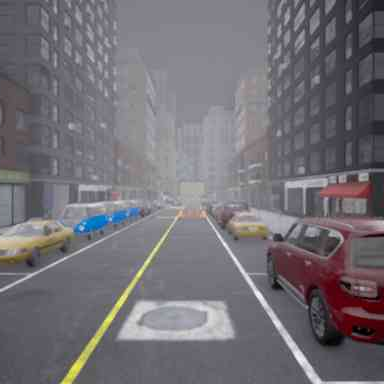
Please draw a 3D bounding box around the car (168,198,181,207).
[{"bbox_3d":[-3.013,2.085,65.332,2.128,1.511,4.902,0,0,1],"label":"car"}]

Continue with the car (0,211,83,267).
[{"bbox_3d":[-5.676,1.638,11.845,1.752,1.417,4.829,-1,-1,0],"label":"car"}]

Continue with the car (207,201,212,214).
[{"bbox_3d":[2.859,1.844,34.527,1.752,1.417,4.829,-1,-1,0],"label":"car"}]

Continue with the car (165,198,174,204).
[{"bbox_3d":[-5.670,2.290,84.627,1.887,1.381,4.507,-1,0,0],"label":"car"}]

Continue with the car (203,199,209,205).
[{"bbox_3d":[2.863,1.982,45.528,1.947,1.339,4.313,-1,-1,0],"label":"car"}]

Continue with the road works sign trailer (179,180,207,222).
[{"bbox_3d":[0.008,0.739,29.614,2.380,3.560,2.880,0,-1,0],"label":"road works sign trailer"}]

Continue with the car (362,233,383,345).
[{"bbox_3d":[2.847,1.324,0.845,2.192,1.841,5.009,-1,-1,0],"label":"car"}]

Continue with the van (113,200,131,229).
[{"bbox_3d":[-5.677,1.558,23.189,1.690,1.788,3.998,-1,-1,0],"label":"van"}]

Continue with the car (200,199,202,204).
[{"bbox_3d":[2.870,2.159,67.871,2.008,1.369,4.403,-1,0,0],"label":"car"}]

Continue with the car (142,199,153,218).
[{"bbox_3d":[-5.677,1.632,34.360,2.192,1.841,5.009,-1,-1,0],"label":"car"}]

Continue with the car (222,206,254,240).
[{"bbox_3d":[2.854,1.693,17.770,1.752,1.417,4.829,-1,-1,0],"label":"car"}]

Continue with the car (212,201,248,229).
[{"bbox_3d":[2.854,1.532,23.188,2.192,1.841,5.009,-1,-1,0],"label":"car"}]

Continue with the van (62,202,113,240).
[{"bbox_3d":[-5.677,1.507,17.602,1.690,1.788,3.998,-1,-1,0],"label":"van"}]

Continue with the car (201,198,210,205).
[{"bbox_3d":[2.872,2.181,73.627,1.752,1.417,4.829,-1,0,0],"label":"car"}]

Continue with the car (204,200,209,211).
[{"bbox_3d":[2.862,1.932,39.943,1.947,1.339,4.313,-1,-1,0],"label":"car"}]

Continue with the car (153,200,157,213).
[{"bbox_3d":[-5.675,1.807,39.944,1.967,1.590,4.097,-1,-1,0],"label":"car"}]

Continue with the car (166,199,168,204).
[{"bbox_3d":[-5.672,2.095,56.700,1.802,1.307,4.206,-1,-1,0],"label":"car"}]

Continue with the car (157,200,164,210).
[{"bbox_3d":[-5.674,1.905,51.115,1.967,1.590,4.097,-1,-1,0],"label":"car"}]

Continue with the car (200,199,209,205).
[{"bbox_3d":[2.874,2.266,79.042,1.947,1.339,4.313,-1,0,0],"label":"car"}]

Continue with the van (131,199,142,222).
[{"bbox_3d":[-5.677,1.608,28.774,1.690,1.788,3.998,-1,-1,0],"label":"van"}]

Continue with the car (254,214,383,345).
[{"bbox_3d":[2.849,1.377,6.431,2.192,1.841,5.009,-1,-1,0],"label":"car"}]
